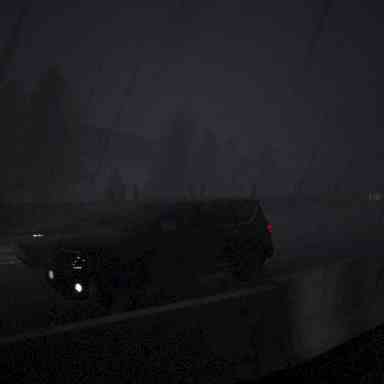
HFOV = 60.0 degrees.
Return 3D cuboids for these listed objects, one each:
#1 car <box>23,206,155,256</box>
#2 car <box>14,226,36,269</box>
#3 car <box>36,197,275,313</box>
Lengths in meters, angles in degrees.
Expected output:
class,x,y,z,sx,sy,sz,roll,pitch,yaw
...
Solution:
class,x,y,z,sx,sy,sz,roll,pitch,yaw
car,-4.169,1.458,13.913,4.892,1.490,1.837,-1,1,-35
car,-2.928,1.569,10.499,4.718,1.301,1.895,-1,1,-35
car,-0.444,1.181,7.984,5.566,2.045,2.150,-1,1,-35
